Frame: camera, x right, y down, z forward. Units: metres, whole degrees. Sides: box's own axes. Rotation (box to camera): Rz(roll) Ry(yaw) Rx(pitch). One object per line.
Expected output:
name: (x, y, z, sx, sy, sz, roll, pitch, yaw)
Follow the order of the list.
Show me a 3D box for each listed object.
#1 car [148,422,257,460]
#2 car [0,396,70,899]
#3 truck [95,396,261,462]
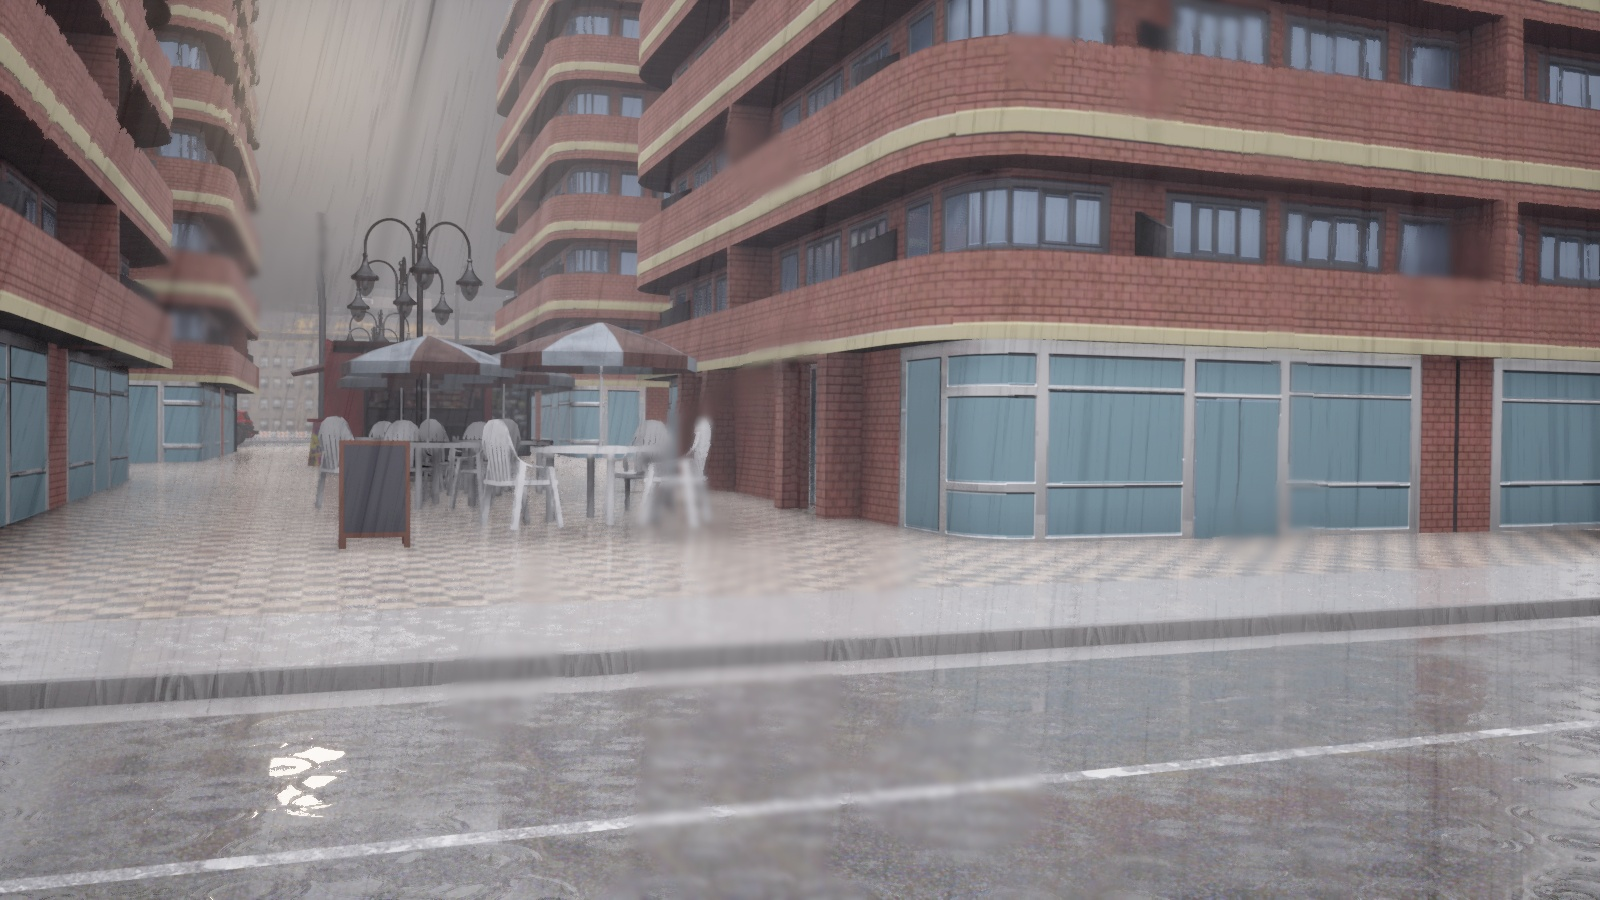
car: (-35.042, -0.569, 73.783, 5.566, 2.045, 2.150, -2, 1, -21)
car: (-3.978, 0.743, 1.726, 4.856, 1.649, 2.033, -1, 1, -21)
truck: (-34.600, -1.203, 70.199, 7.936, 3.462, 2.891, -2, 1, -21)
